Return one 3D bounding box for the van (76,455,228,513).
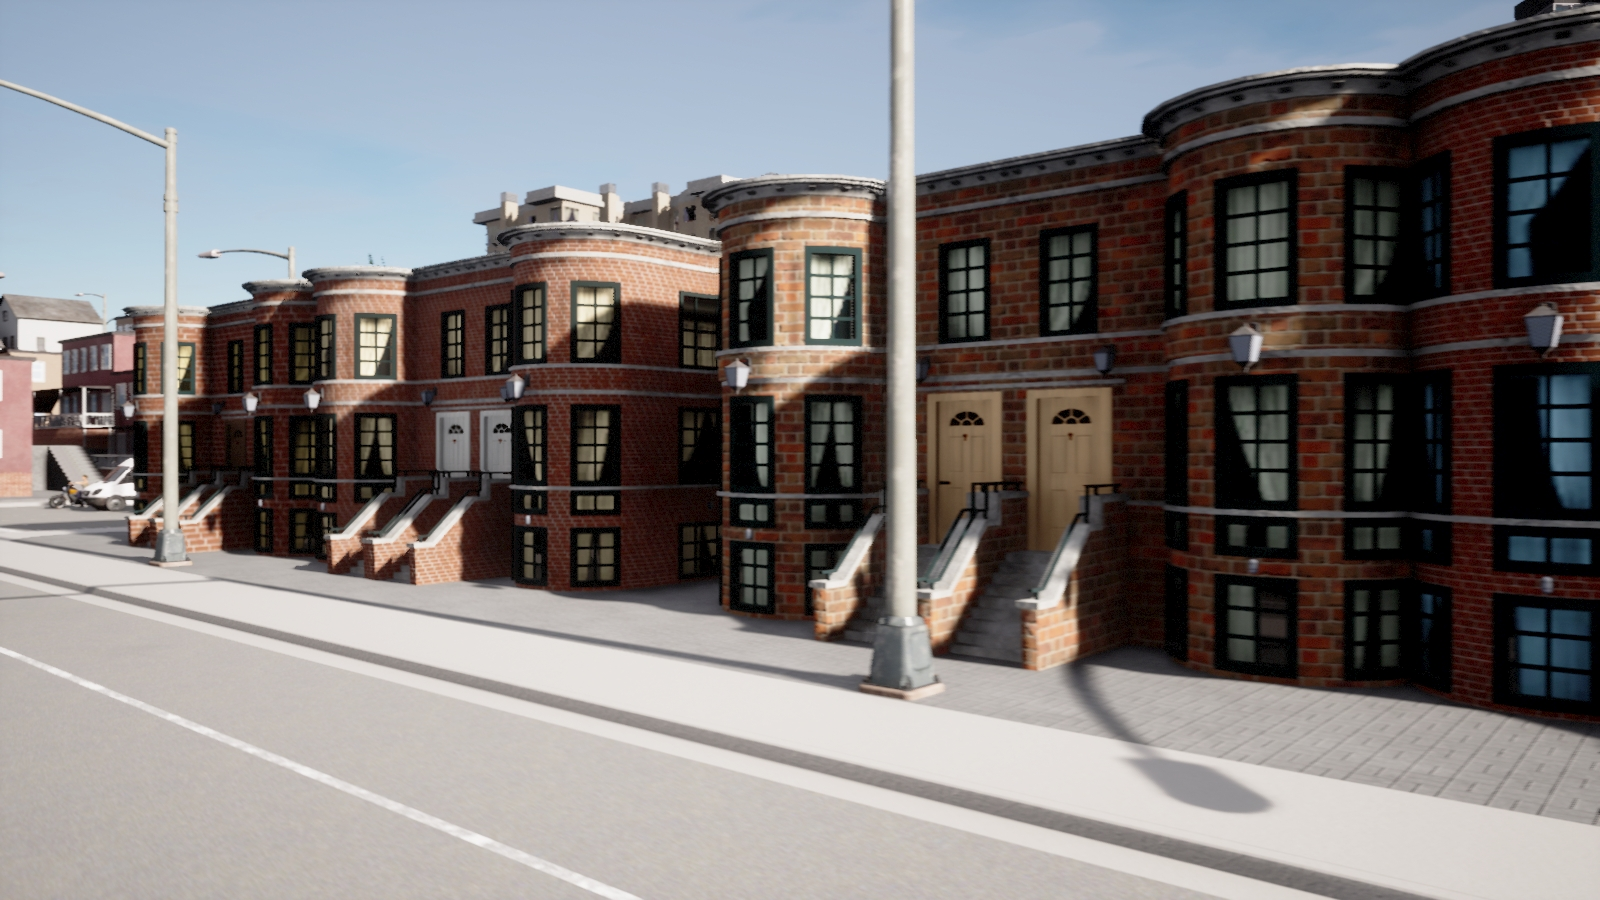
[{"bbox_3d":[-30.613,1.548,54.159,1.988,2.561,5.915,0,0,41],"label":"van"}]

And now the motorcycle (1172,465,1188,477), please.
[{"bbox_3d":[40.552,2.232,122.050,0.764,1.277,2.356,0,0,41],"label":"motorcycle"}]

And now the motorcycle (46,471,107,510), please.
[{"bbox_3d":[-34.690,1.920,54.827,0.764,1.802,2.356,0,0,41],"label":"motorcycle"}]
